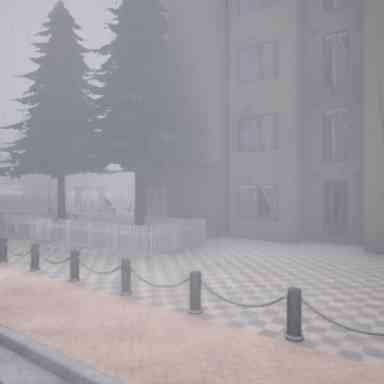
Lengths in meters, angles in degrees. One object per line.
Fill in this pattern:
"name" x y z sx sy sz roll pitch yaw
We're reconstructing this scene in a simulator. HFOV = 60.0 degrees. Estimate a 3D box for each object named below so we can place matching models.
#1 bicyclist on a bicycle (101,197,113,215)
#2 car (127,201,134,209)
"bicyclist on a bicycle" -7.549 1.245 29.416 1.656 1.620 0.582 0 0 37
"car" -6.259 1.423 43.462 2.128 1.511 4.902 0 0 37
